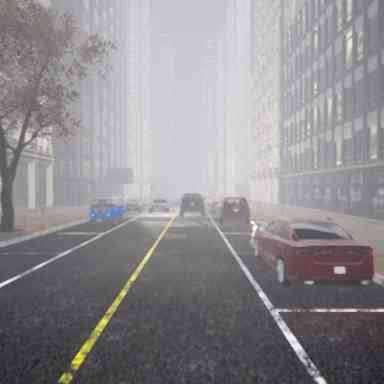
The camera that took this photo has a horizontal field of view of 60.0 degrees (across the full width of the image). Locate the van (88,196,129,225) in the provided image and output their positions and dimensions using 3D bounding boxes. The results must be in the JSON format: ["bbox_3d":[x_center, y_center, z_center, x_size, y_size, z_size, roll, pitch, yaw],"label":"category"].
[{"bbox_3d":[-5.693,1.198,22.534,1.690,1.788,3.998,0,0,0],"label":"van"}]

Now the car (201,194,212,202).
[{"bbox_3d":[2.694,1.148,62.418,1.947,1.339,4.313,0,0,0],"label":"car"}]

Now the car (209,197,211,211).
[{"bbox_3d":[2.689,1.344,28.397,1.752,1.417,4.829,0,0,0],"label":"car"}]

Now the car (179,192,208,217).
[{"bbox_3d":[0.056,1.035,29.593,2.150,2.045,5.566,0,1,0],"label":"car"}]

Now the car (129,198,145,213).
[{"bbox_3d":[-5.690,1.334,33.929,2.008,1.369,4.403,0,0,0],"label":"car"}]

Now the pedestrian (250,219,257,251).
[{"bbox_3d":[2.333,1.497,12.231,0.375,1.300,0.375,0,1,0],"label":"pedestrian"}]

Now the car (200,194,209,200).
[{"bbox_3d":[2.695,1.063,73.813,1.947,1.339,4.313,0,0,0],"label":"car"}]

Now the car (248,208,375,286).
[{"bbox_3d":[3.001,1.420,9.230,1.882,1.535,5.008,0,0,0],"label":"car"}]

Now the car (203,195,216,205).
[{"bbox_3d":[2.692,1.189,51.191,1.752,1.417,4.829,0,0,0],"label":"car"}]

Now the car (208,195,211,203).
[{"bbox_3d":[2.690,1.327,33.926,1.887,1.381,4.507,0,0,0],"label":"car"}]

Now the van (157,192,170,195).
[{"bbox_3d":[-5.688,0.924,62.421,1.690,1.788,3.998,0,0,0],"label":"van"}]

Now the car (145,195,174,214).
[{"bbox_3d":[-3.091,1.319,32.288,1.812,1.442,4.674,0,0,0],"label":"car"}]

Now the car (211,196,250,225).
[{"bbox_3d":[2.687,1.172,22.528,2.192,1.841,5.009,0,0,0],"label":"car"}]

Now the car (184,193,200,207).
[{"bbox_3d":[0.067,1.054,45.526,2.097,1.767,4.553,0,0,0],"label":"car"}]
